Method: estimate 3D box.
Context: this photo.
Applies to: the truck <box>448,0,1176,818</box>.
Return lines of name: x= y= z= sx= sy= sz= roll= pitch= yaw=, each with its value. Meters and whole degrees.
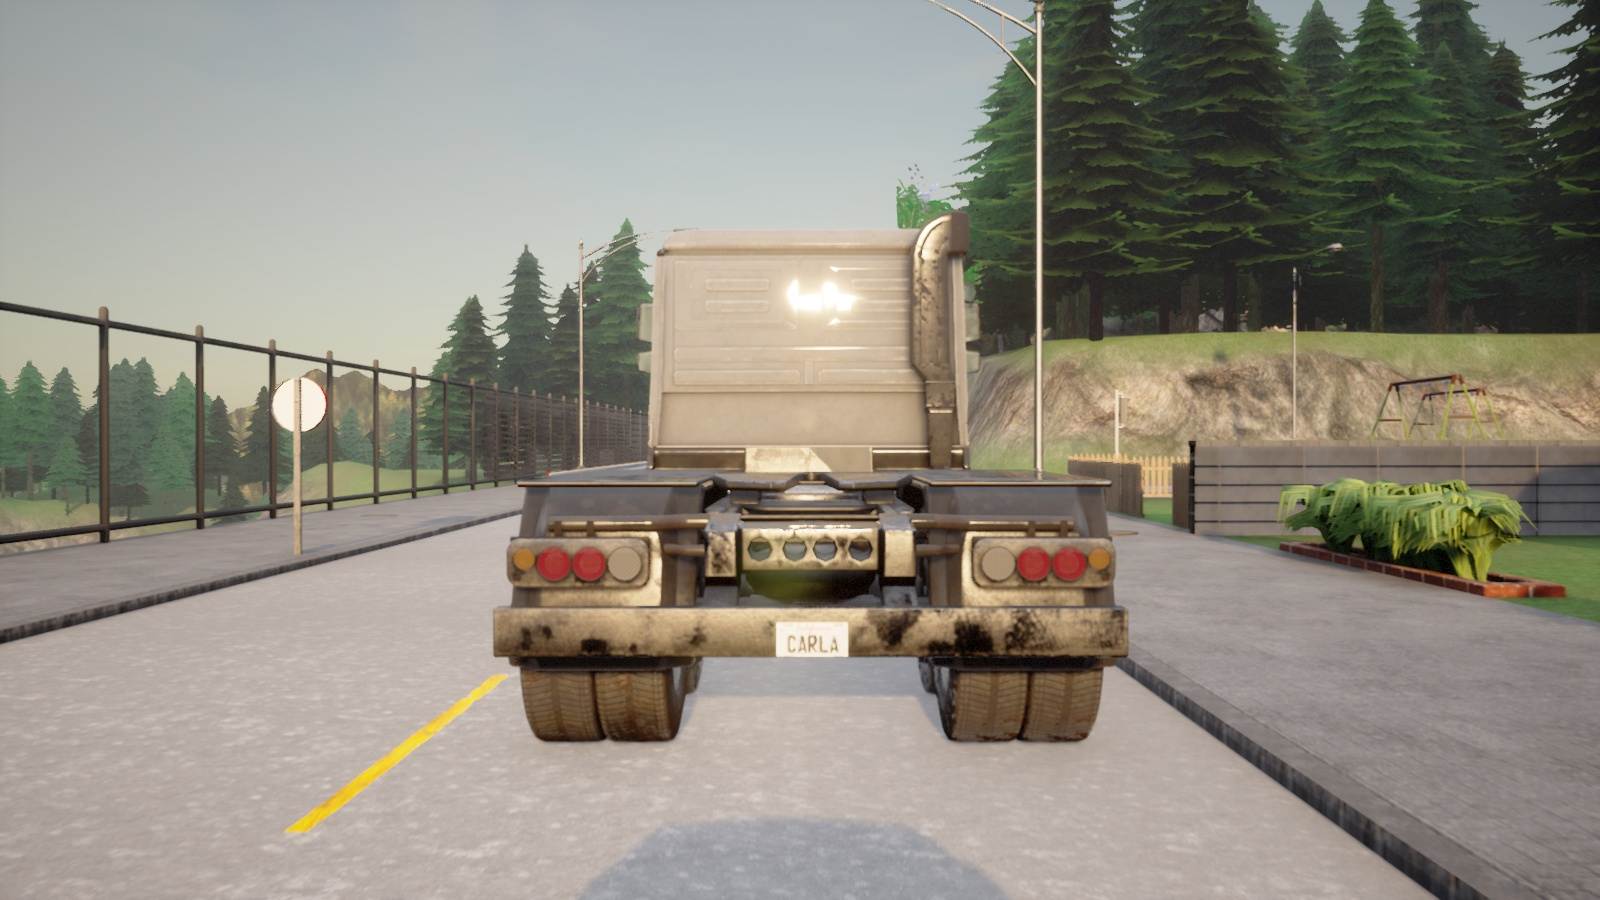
truck: x=0.067 y=-0.289 z=8.968 sx=2.891 sy=3.462 sz=7.936 roll=0 pitch=0 yaw=0
